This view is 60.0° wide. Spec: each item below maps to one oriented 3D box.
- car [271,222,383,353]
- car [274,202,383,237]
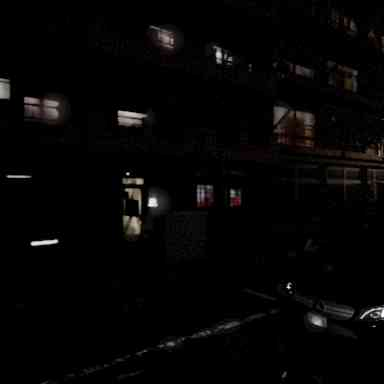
[{"bbox_3d":[3.611,1.479,5.930,4.674,1.442,1.812,-1,0,-36],"label":"car"},{"bbox_3d":[4.564,1.246,9.803,5.009,1.841,2.192,-1,0,-35],"label":"car"}]
